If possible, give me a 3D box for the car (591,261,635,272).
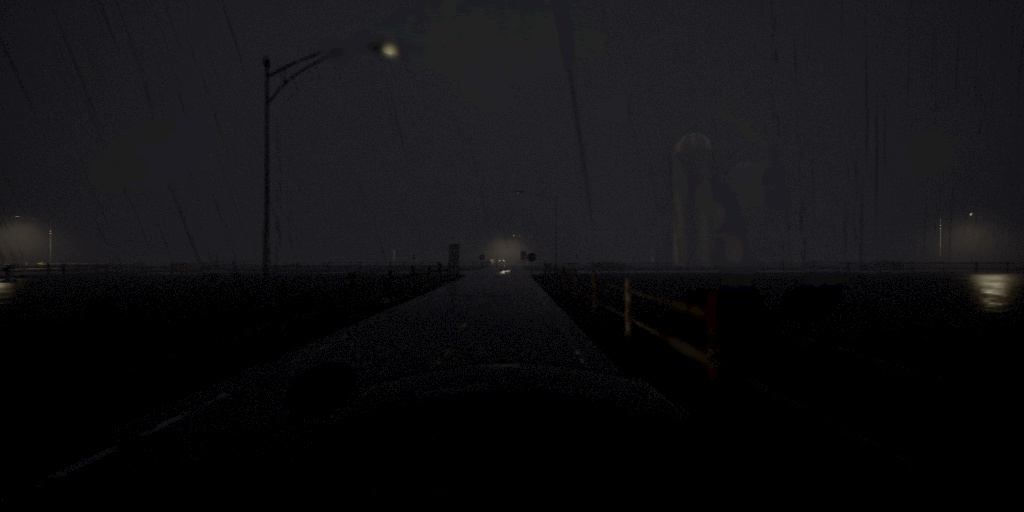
[{"bbox_3d":[12.708,1.317,45.031,5.357,1.411,2.033,0,0,0],"label":"car"}]

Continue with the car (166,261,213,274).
[{"bbox_3d":[-40.513,1.445,45.140,5.008,1.535,1.882,1,0,0],"label":"car"}]
